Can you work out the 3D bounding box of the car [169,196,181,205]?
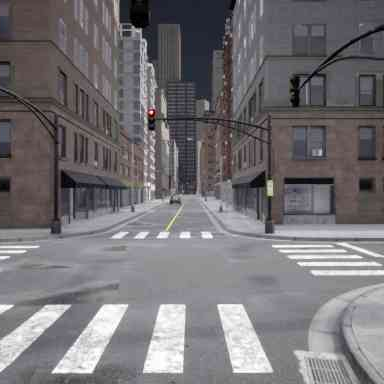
[{"bbox_3d":[-2.979,1.458,59.658,1.882,1.535,5.008,0,0,0],"label":"car"}]
